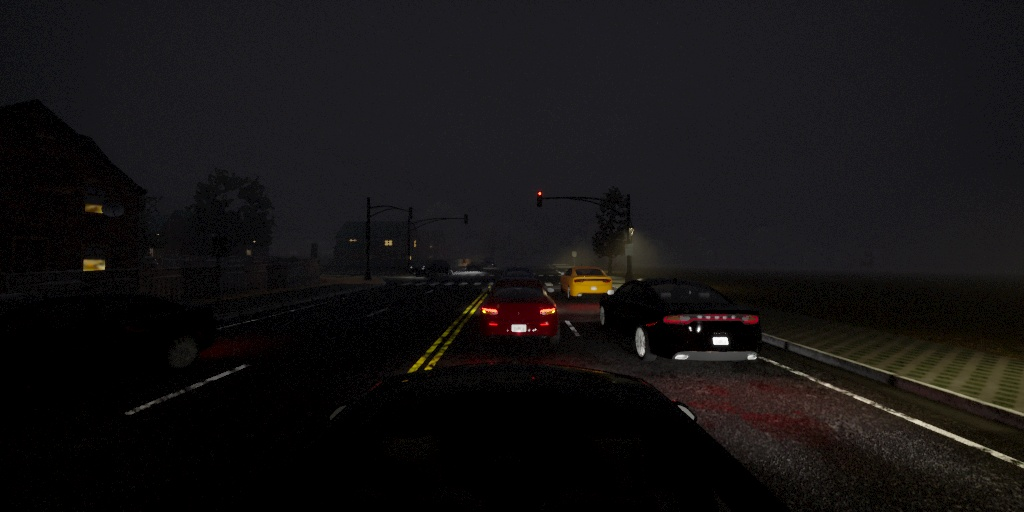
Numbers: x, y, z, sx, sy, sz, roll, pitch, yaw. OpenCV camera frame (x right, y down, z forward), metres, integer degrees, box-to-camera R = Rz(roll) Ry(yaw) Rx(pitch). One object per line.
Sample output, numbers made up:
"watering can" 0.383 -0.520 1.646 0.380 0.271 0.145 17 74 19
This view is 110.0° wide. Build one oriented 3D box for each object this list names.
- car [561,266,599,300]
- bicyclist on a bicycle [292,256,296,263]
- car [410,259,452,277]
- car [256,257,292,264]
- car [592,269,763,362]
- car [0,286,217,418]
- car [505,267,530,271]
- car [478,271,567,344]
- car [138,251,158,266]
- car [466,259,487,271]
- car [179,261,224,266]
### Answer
"car" 3.532 1.239 17.759 1.882 1.535 5.008 0 0 1
"bicyclist on a bicycle" -24.252 0.780 39.926 0.582 1.620 1.656 1 -1 15
"car" -8.219 1.134 36.555 2.097 1.767 4.553 1 0 31
"car" -21.062 0.910 32.952 5.008 1.535 1.882 1 -1 16
"car" 3.402 1.231 8.291 1.882 1.535 5.008 0 0 0
"car" -6.576 1.229 4.716 1.882 1.535 5.008 0 0 0
"car" 0.281 1.289 18.572 1.812 1.442 4.674 0 0 0
"car" 0.162 1.280 9.465 1.812 1.442 4.674 0 0 1
"car" -40.928 0.332 38.480 5.566 2.045 2.150 1 -1 16
"car" -5.197 1.430 50.780 1.895 1.301 4.718 0 0 3
"car" -30.849 0.875 35.666 4.718 1.301 1.895 1 -1 16
